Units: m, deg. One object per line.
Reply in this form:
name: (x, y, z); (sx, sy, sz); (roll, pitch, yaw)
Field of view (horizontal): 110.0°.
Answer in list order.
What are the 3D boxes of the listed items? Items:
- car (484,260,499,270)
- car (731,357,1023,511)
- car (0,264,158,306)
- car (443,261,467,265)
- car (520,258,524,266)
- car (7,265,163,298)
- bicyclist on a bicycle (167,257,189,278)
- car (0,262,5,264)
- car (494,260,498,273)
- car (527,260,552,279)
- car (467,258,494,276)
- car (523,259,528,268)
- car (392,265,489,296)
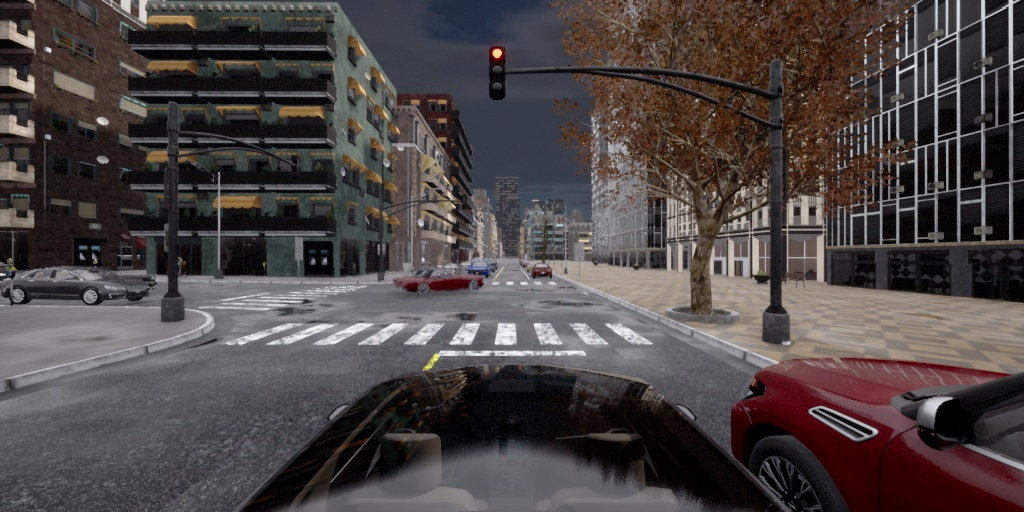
car: (-3.090, 1.333, 54.693); (2.033, 1.411, 5.357); (0, 0, 0)
car: (2.692, 1.065, 0.658); (2.192, 1.841, 5.009); (0, 0, 0)
car: (-16.436, 1.091, 13.626); (4.403, 1.370, 2.007); (0, 0, -1)
car: (-5.694, 1.313, 33.044); (2.007, 1.370, 4.403); (0, 0, 0)
car: (2.682, 1.375, 60.708); (1.802, 1.307, 4.207); (0, 0, 0)
car: (-19.080, 1.108, 16.189); (4.718, 1.301, 1.895); (1, 0, -1)
bicyclist on a bicycle: (-23.172, 0.761, 24.886); (0.582, 1.620, 1.656); (1, 0, -1)
car: (-33.191, 0.869, 21.835); (4.403, 1.370, 2.007); (0, 0, -1)
car: (-3.095, 1.337, 44.329); (1.994, 1.385, 4.181); (0, 0, 0)
car: (2.686, 1.307, 33.045); (1.888, 1.381, 4.507); (0, 0, 0)
car: (-3.097, 1.241, 34.332); (1.882, 1.535, 5.008); (0, 0, 0)
car: (2.685, 1.298, 44.280); (1.751, 1.417, 4.829); (0, 0, 0)
car: (-3.901, 1.357, 19.562); (4.718, 1.301, 1.895); (0, 0, -36)
